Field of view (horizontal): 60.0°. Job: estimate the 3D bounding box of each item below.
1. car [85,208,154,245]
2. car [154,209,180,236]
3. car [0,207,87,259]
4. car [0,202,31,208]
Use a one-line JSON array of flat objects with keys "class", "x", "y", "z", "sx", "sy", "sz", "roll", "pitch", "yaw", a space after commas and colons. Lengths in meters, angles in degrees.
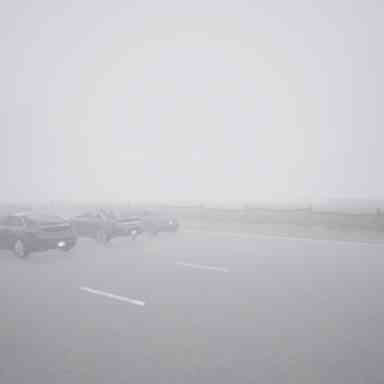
[{"class": "car", "x": -4.474, "y": 1.536, "z": 15.738, "sx": 4.902, "sy": 1.511, "sz": 2.128, "roll": 0, "pitch": 0, "yaw": 36}, {"class": "car", "x": -2.739, "y": 1.610, "z": 18.803, "sx": 4.181, "sy": 1.385, "sz": 1.994, "roll": 0, "pitch": 0, "yaw": 36}, {"class": "car", "x": -6.461, "y": 1.549, "z": 12.857, "sx": 4.892, "sy": 1.490, "sz": 1.837, "roll": 0, "pitch": 0, "yaw": 36}, {"class": "car", "x": -14.940, "y": 1.604, "z": 27.504, "sx": 4.892, "sy": 1.490, "sz": 1.837, "roll": 0, "pitch": 0, "yaw": 36}]
